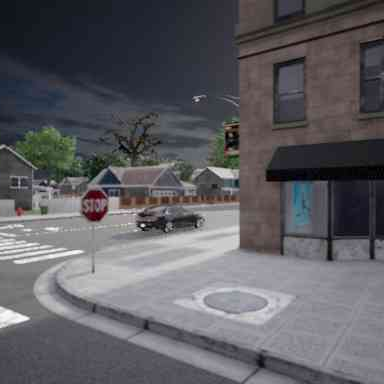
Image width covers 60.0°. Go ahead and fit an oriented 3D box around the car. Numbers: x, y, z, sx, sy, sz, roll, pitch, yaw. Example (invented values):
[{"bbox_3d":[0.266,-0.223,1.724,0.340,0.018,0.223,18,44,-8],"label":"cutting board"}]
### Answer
[{"bbox_3d":[-1.150,1.480,19.324,1.837,1.490,4.892,0,0,36],"label":"car"}]
